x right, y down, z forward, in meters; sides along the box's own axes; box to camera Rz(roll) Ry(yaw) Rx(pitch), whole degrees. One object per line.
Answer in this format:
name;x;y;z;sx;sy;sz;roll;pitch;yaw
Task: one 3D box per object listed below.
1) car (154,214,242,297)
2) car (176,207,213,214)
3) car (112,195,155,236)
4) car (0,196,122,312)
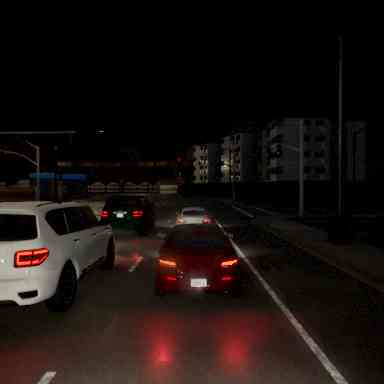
car;0.120;1.521;8.481;1.812;1.442;4.674;0;0;0
car;0.115;1.490;17.568;1.812;1.442;4.674;0;0;1
car;-3.351;1.179;18.197;2.150;2.045;5.566;0;0;0
car;-3.383;1.217;7.838;2.150;2.045;5.566;0;0;0
